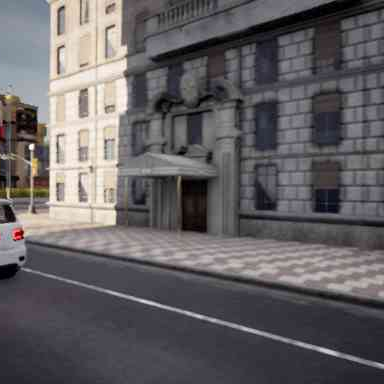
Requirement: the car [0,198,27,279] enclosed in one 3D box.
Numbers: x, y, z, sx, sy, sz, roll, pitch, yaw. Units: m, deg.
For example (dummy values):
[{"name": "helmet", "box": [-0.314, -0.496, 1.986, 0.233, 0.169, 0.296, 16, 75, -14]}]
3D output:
[{"name": "car", "box": [-6.477, 1.122, 8.490, 5.566, 2.045, 2.150, 0, 0, 35]}]
